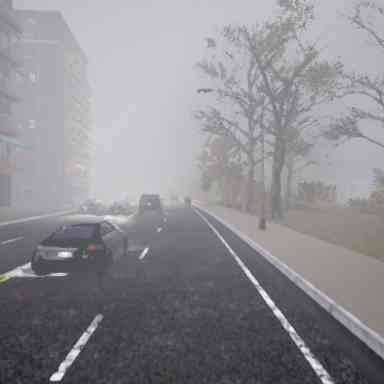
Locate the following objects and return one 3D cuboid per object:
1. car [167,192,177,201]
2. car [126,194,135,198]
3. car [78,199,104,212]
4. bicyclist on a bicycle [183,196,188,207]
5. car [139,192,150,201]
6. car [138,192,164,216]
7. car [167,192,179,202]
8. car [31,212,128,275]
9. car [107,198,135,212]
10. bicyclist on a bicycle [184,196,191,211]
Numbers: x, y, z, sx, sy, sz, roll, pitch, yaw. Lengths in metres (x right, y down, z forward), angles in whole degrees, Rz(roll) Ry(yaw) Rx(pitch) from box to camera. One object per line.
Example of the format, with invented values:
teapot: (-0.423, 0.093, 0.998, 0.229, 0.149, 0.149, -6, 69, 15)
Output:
car: (-5.135, 1.073, 83.531, 2.150, 2.045, 5.566, 0, 0, -7)
car: (-14.040, 1.230, 75.611, 1.837, 1.490, 4.892, 0, 0, -6)
car: (-10.858, 1.473, 35.943, 2.128, 1.511, 4.902, 0, 0, -3)
bicyclist on a bicycle: (-0.931, 1.407, 49.243, 0.582, 1.620, 1.656, 0, 0, -4)
car: (-10.598, 0.981, 74.044, 2.150, 2.045, 5.566, 0, 0, -6)
car: (-3.983, 1.198, 32.637, 2.150, 2.045, 5.566, 0, 0, -3)
car: (-3.902, 1.428, 72.612, 1.837, 1.490, 4.892, 0, 0, -6)
car: (-3.269, 1.559, 10.464, 1.994, 1.385, 4.181, 0, 0, -1)
car: (-7.542, 1.579, 34.820, 1.895, 1.301, 4.718, 0, 0, -3)
bicyclist on a bicycle: (-0.335, 1.417, 40.175, 0.582, 1.620, 1.656, 0, 0, -3)
